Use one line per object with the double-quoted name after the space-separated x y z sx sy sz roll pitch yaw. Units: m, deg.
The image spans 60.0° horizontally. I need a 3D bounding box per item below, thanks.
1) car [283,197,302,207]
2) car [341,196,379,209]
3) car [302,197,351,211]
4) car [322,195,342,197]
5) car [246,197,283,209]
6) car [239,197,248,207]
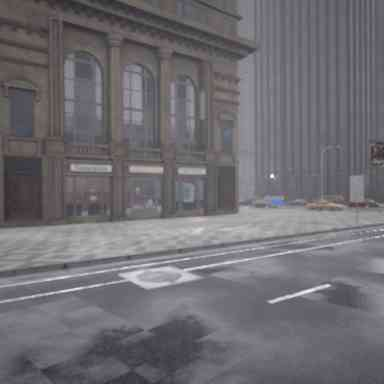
17.257 1.728 53.851 1.802 1.307 4.206 -2 0 -35 "car"
23.139 1.553 45.550 1.887 1.381 4.507 -2 0 -35 "car"
16.279 1.619 40.482 1.752 1.417 4.829 -2 0 -35 "car"
20.191 1.392 49.700 2.192 1.841 5.009 -2 0 -35 "car"
10.523 1.779 48.587 2.008 1.369 4.403 -2 0 -35 "car"
7.822 1.915 57.053 1.895 1.301 4.718 -1 0 -35 "car"
